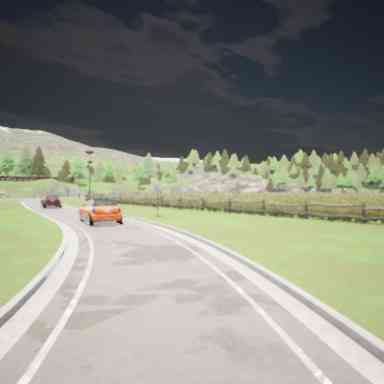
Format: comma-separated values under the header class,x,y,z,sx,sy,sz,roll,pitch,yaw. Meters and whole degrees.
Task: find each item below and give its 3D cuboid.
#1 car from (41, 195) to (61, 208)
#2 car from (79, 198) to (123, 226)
class,x,y,z,sx,sy,sz,roll,pitch,yaw
car,-18.497,1.121,43.485,2.097,1.767,4.553,-1,0,-29
car,-6.284,1.214,22.583,2.097,1.767,4.553,-1,1,-28
